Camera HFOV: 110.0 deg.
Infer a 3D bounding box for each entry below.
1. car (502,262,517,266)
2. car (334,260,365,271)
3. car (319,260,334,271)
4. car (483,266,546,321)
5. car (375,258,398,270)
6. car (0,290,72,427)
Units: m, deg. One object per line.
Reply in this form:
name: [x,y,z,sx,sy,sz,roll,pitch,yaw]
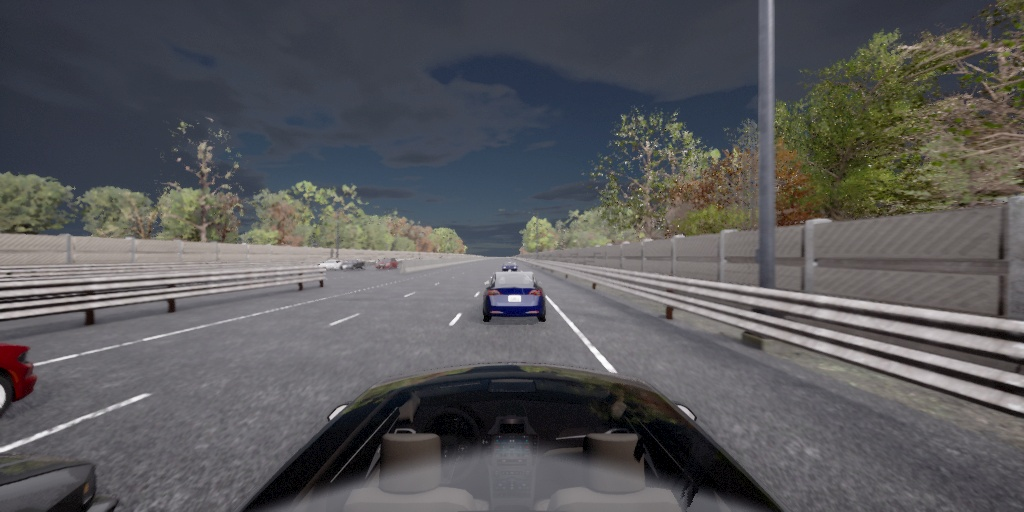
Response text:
car: [-0.285,1.362,43.460,1.895,1.301,4.718,0,0,-1]
car: [-21.548,1.253,48.566,2.128,1.511,4.902,0,0,-1]
car: [-25.059,1.288,50.037,1.812,1.442,4.674,0,0,-1]
car: [0.065,1.256,12.553,2.163,1.488,4.792,0,0,0]
car: [-18.092,1.115,51.906,2.097,1.767,4.553,0,0,-1]
car: [-6.906,1.229,2.358,1.882,1.535,5.008,0,0,0]
